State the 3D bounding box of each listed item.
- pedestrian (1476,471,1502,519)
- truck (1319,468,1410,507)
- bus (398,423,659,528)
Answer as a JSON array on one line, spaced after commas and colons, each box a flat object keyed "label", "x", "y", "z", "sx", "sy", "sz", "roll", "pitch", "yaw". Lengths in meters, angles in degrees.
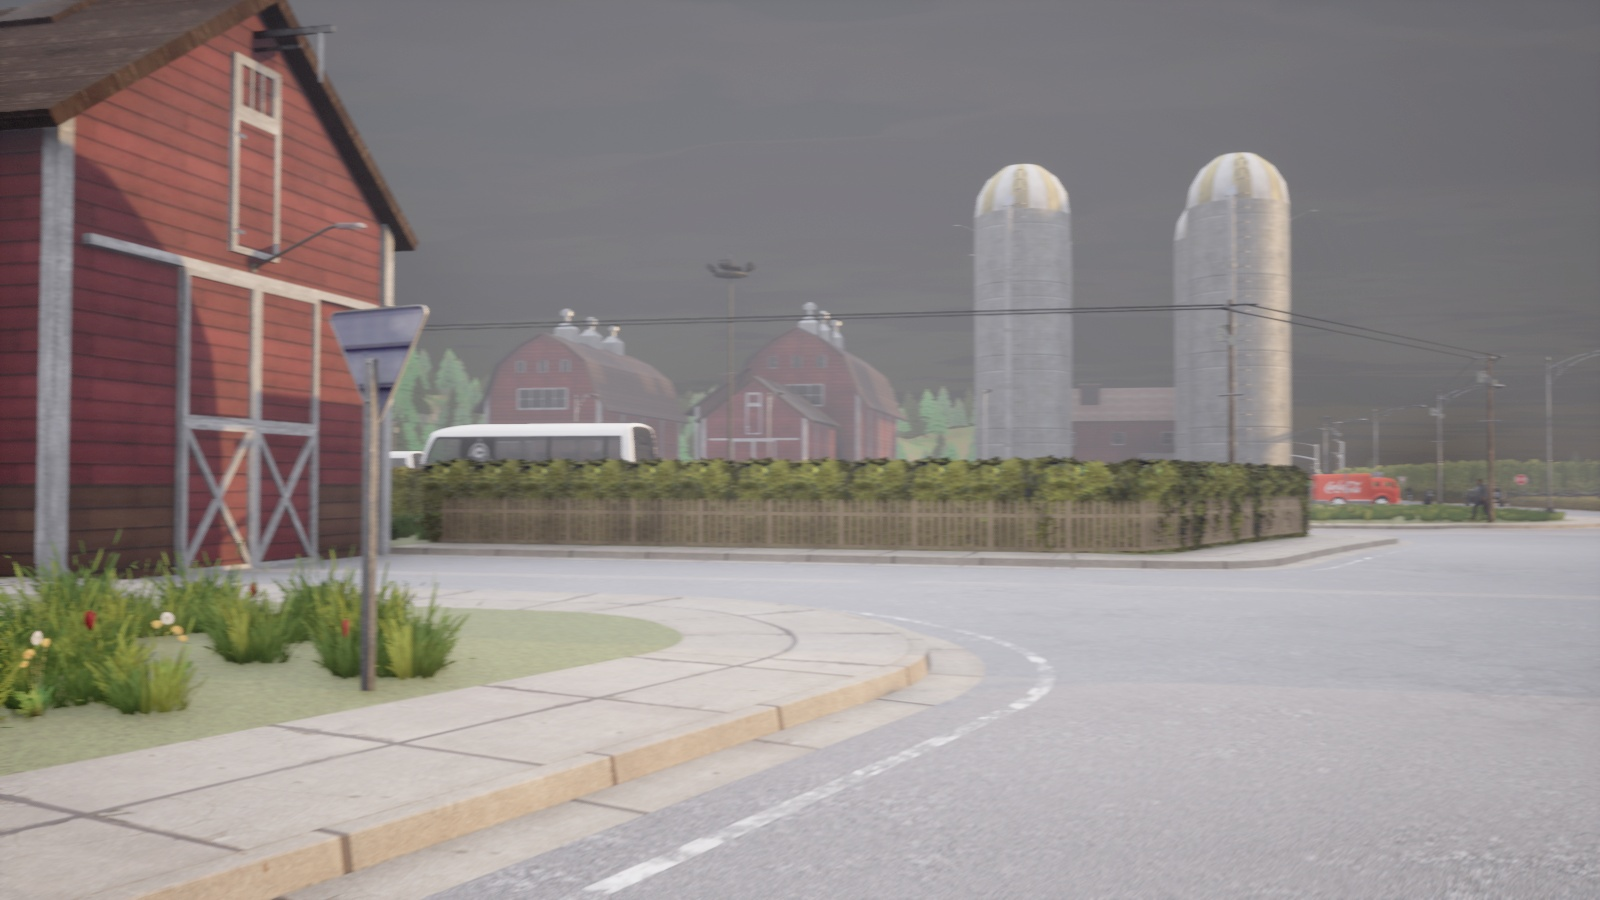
[{"label": "pedestrian", "x": 28.169, "y": 1.823, "z": 51.362, "sx": 0.788, "sy": 1.949, "sz": 0.423, "roll": 0, "pitch": -2, "yaw": 3}, {"label": "truck", "x": 37.567, "y": 2.526, "z": 83.749, "sx": 5.204, "sy": 2.467, "sz": 2.627, "roll": -1, "pitch": -2, "yaw": 16}, {"label": "bus", "x": -11.591, "y": 1.126, "z": 54.038, "sx": 10.273, "sy": 4.253, "sz": 3.944, "roll": -1, "pitch": -2, "yaw": 13}]
